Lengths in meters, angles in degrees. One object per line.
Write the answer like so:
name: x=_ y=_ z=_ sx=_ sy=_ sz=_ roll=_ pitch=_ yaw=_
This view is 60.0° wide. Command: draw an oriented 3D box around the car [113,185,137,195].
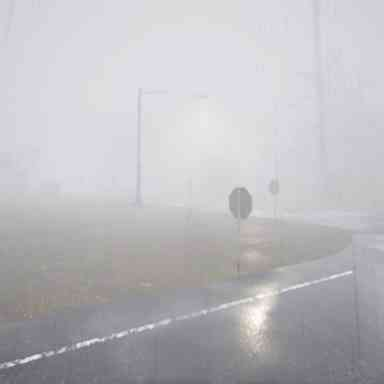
car: x=-10.211 y=-0.354 z=52.878 sx=1.882 sy=1.535 sz=5.008 roll=0 pitch=2 yaw=-36

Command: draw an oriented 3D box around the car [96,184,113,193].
car: x=-16.044 y=-0.676 z=61.004 sx=1.882 sy=1.535 sz=5.008 roll=0 pitch=2 yaw=-36
